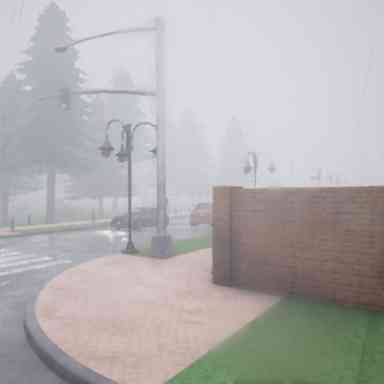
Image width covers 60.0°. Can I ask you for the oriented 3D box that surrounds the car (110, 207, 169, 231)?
[{"bbox_3d":[-3.402,1.723,22.075,1.994,1.385,4.181,-1,0,34],"label":"car"}]

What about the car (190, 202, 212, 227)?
[{"bbox_3d":[1.805,1.472,23.308,2.097,1.767,4.553,-1,0,34],"label":"car"}]
